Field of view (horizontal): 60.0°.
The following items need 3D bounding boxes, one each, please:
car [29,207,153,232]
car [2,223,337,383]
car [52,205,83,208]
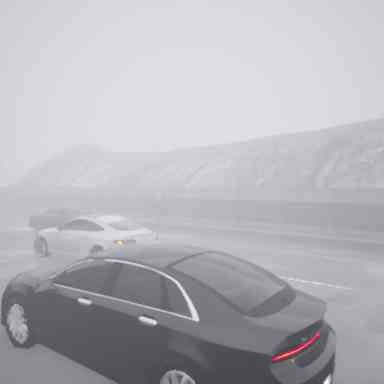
[{"bbox_3d":[-3.073,1.430,10.517,4.674,1.442,1.812,1,1,36],"label":"car"},{"bbox_3d":[-0.701,1.474,4.520,4.892,1.490,1.837,1,1,35],"label":"car"},{"bbox_3d":[-6.647,1.388,17.389,4.181,1.385,1.994,1,0,36],"label":"car"}]
